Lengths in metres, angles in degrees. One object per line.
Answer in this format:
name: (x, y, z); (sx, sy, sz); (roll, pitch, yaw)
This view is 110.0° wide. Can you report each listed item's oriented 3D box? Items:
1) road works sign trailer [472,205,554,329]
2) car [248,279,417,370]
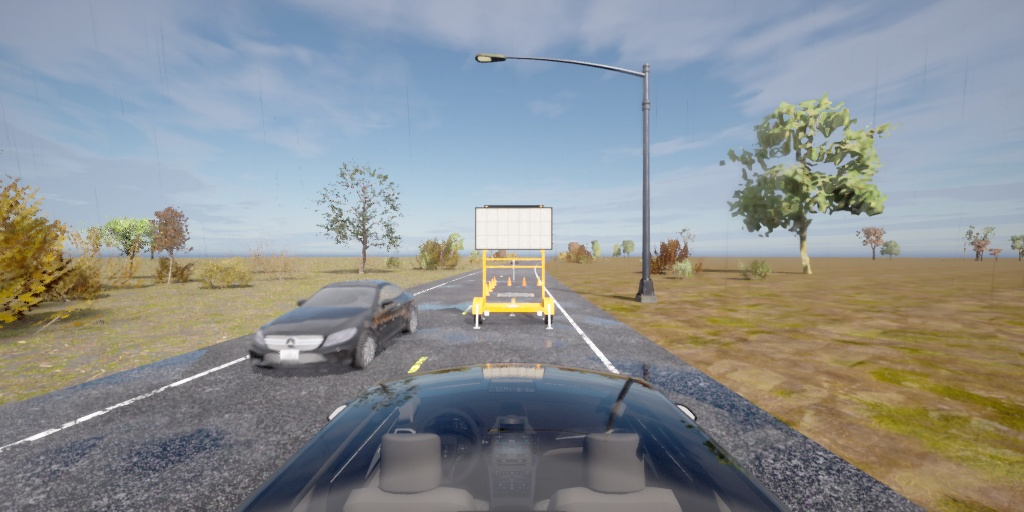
road works sign trailer: (0.057, 0.214, 11.239); (2.380, 3.560, 2.880); (0, 0, 1)
car: (-3.435, 1.275, 7.900); (1.812, 1.442, 4.674); (0, 0, 1)
